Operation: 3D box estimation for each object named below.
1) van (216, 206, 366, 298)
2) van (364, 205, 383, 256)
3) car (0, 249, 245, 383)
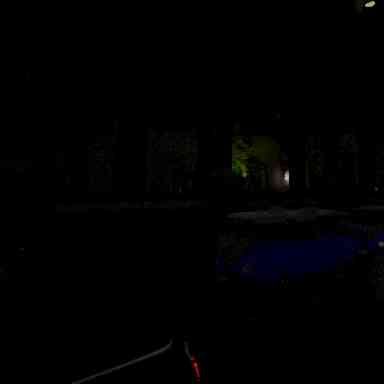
[{"bbox_3d":[2.368,1.340,8.234,3.998,1.788,1.690,0,0,-36],"label":"van"},{"bbox_3d":[6.970,1.338,11.525,3.998,1.788,1.690,0,0,-36],"label":"van"},{"bbox_3d":[-2.104,1.352,1.875,4.553,1.767,2.097,0,0,-36],"label":"car"}]
